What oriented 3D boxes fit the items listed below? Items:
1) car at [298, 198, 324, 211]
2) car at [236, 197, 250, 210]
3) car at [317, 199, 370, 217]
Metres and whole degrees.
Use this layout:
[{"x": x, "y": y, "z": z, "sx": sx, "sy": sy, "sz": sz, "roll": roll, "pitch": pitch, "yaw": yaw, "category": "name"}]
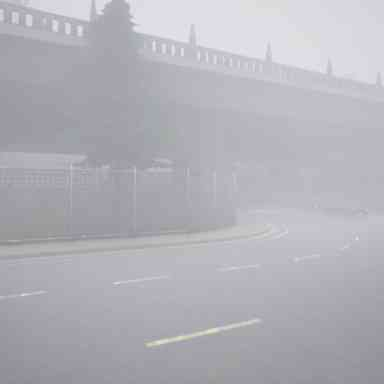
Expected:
[{"x": 14.718, "y": 1.473, "z": 39.890, "sx": 1.837, "sy": 1.490, "sz": 4.892, "roll": 0, "pitch": 0, "yaw": -19, "category": "car"}, {"x": 5.609, "y": 1.462, "z": 43.581, "sx": 2.128, "sy": 1.511, "sz": 4.902, "roll": 0, "pitch": 0, "yaw": -25, "category": "car"}, {"x": 13.908, "y": 1.575, "z": 30.526, "sx": 1.895, "sy": 1.301, "sz": 4.718, "roll": 0, "pitch": 0, "yaw": -11, "category": "car"}]
